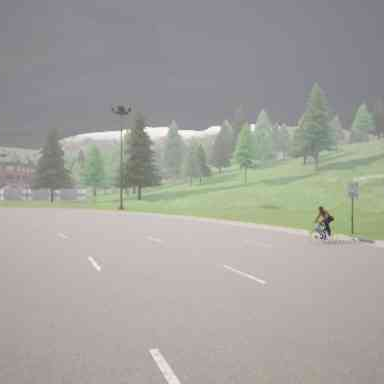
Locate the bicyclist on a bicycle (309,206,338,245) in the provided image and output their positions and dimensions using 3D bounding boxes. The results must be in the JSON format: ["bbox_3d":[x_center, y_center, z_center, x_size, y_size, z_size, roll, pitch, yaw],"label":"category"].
[{"bbox_3d":[5.613,1.422,14.160,1.656,1.620,0.582,-1,0,-25],"label":"bicyclist on a bicycle"}]
